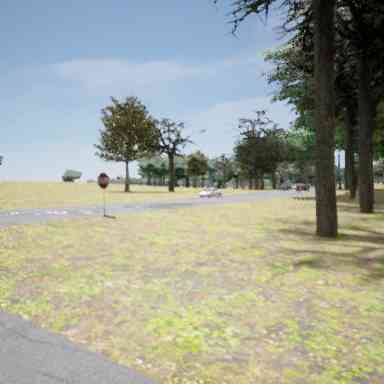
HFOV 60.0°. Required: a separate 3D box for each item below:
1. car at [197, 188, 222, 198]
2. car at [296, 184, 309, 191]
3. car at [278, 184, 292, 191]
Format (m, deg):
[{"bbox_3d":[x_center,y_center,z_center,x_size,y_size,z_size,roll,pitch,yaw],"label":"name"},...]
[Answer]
[{"bbox_3d":[2.597,0.177,47.641,1.812,1.442,4.674,-1,2,35],"label":"car"},{"bbox_3d":[22.125,-0.957,66.289,1.882,1.535,5.008,-1,1,27],"label":"car"},{"bbox_3d":[20.679,-1.056,73.988,1.837,1.490,4.892,-1,2,35],"label":"car"}]
